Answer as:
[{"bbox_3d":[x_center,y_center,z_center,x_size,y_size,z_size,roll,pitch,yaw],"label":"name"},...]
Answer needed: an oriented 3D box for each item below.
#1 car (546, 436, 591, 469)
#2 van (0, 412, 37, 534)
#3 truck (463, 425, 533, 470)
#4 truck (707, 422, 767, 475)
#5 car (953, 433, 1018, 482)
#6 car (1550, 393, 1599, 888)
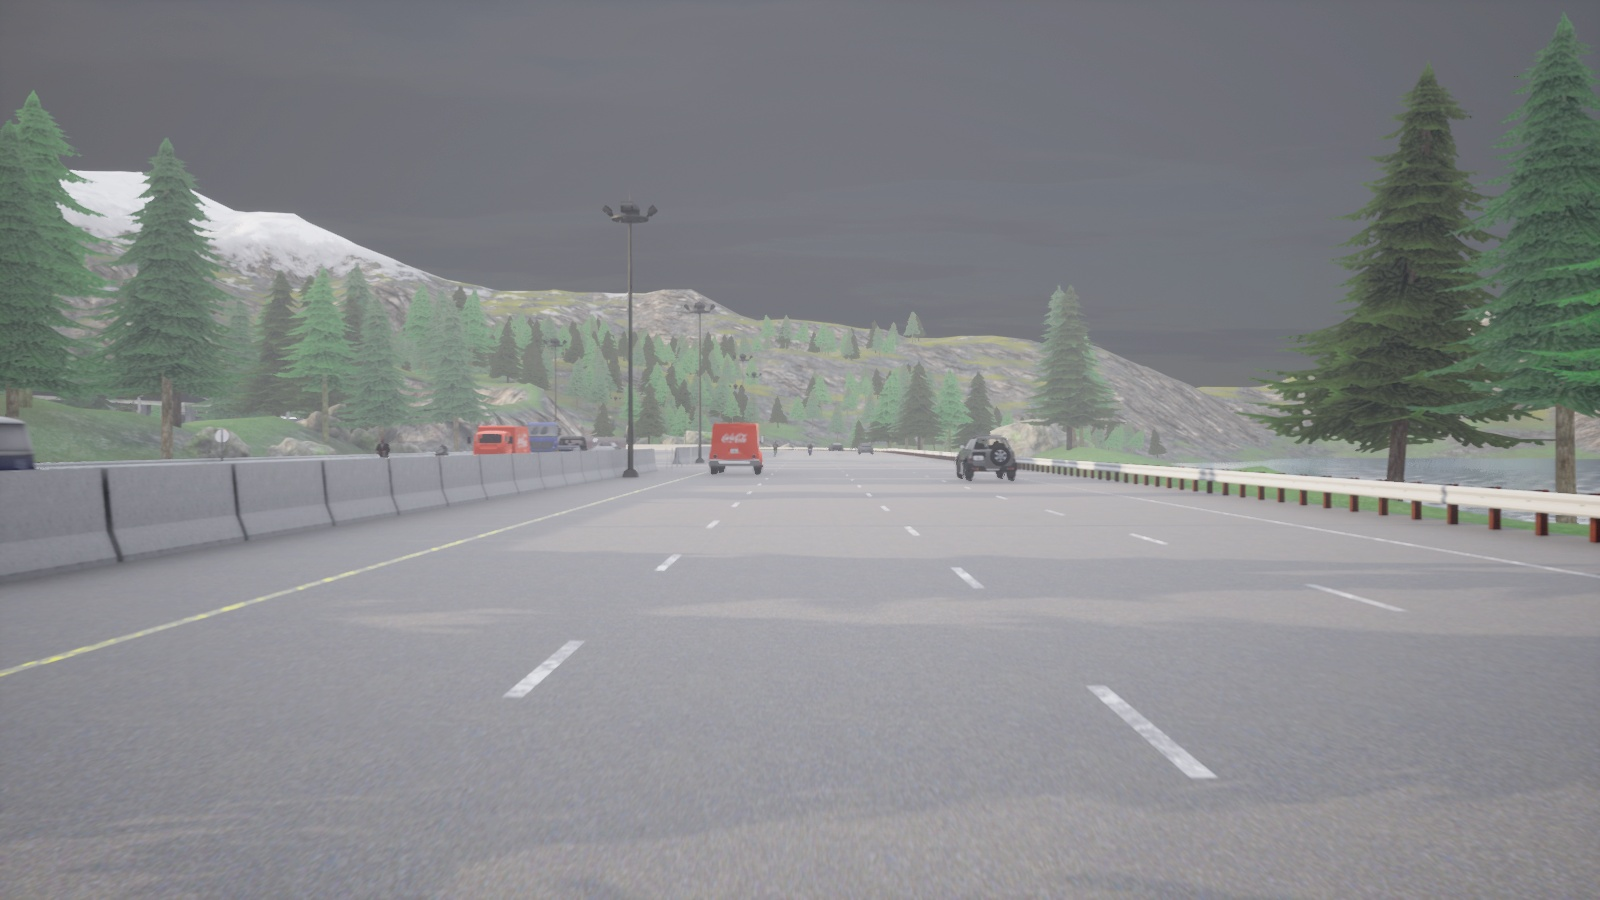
[{"bbox_3d":[-13.452,0.118,73.221,1.905,1.878,3.866,0,0,0],"label":"car"},{"bbox_3d":[-13.872,0.379,19.137,1.775,1.987,4.442,0,0,0],"label":"van"},{"bbox_3d":[-16.972,-0.157,70.836,2.627,2.467,5.204,0,1,0],"label":"truck"},{"bbox_3d":[-3.050,-0.088,61.797,2.627,2.467,5.204,0,1,0],"label":"truck"},{"bbox_3d":[7.348,0.287,50.084,1.932,1.855,4.605,0,0,1],"label":"car"},{"bbox_3d":[3.530,0.634,2.375,1.851,1.617,3.988,0,0,0],"label":"car"}]
